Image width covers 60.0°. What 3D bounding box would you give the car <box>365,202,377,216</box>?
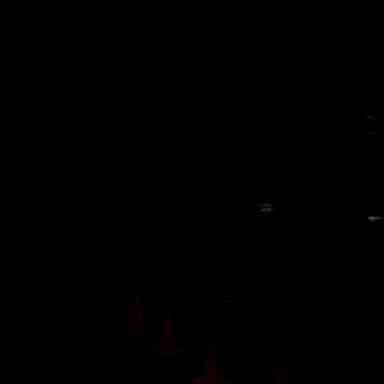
[{"bbox_3d":[18.956,1.835,36.577,1.812,1.442,4.674,0,0,35],"label":"car"}]

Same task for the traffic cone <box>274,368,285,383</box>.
[{"bbox_3d":[0.828,1.976,3.151,0.340,0.580,0.340,1,0,-36],"label":"traffic cone"}]

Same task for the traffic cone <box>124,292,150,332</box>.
[{"bbox_3d":[-0.916,1.976,5.592,0.340,0.580,0.340,1,0,-36],"label":"traffic cone"}]

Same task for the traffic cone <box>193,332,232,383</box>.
[{"bbox_3d":[0.247,1.976,3.964,0.340,0.580,0.340,1,0,-36],"label":"traffic cone"}]

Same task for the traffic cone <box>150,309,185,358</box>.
[{"bbox_3d":[-0.334,1.976,4.778,0.340,0.580,0.340,1,0,-36],"label":"traffic cone"}]
